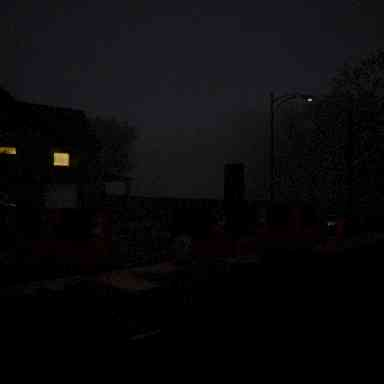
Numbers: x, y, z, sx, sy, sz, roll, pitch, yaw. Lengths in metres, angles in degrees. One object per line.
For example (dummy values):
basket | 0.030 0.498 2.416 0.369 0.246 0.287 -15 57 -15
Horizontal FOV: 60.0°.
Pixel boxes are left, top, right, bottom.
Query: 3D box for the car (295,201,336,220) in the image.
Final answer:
car | 9.217 1.465 26.872 1.812 1.442 4.674 0 0 -36
